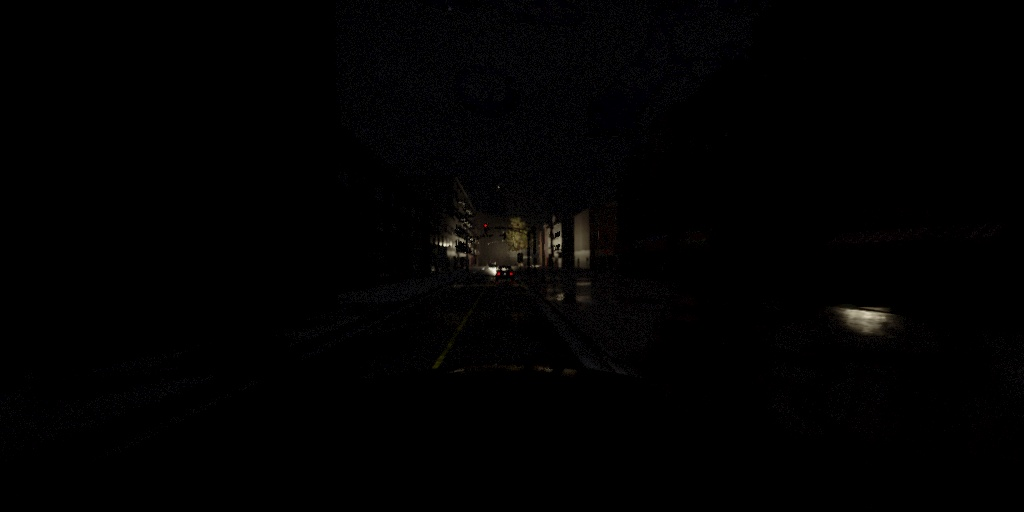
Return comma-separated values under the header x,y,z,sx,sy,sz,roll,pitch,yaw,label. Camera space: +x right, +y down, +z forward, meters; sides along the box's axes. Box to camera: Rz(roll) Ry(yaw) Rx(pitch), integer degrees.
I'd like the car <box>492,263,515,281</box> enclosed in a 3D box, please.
x,y,z,sx,sy,sz,roll,pitch,yaw,label
-0.683,1.679,35.039,2.033,1.411,5.357,-1,-1,-1,car
